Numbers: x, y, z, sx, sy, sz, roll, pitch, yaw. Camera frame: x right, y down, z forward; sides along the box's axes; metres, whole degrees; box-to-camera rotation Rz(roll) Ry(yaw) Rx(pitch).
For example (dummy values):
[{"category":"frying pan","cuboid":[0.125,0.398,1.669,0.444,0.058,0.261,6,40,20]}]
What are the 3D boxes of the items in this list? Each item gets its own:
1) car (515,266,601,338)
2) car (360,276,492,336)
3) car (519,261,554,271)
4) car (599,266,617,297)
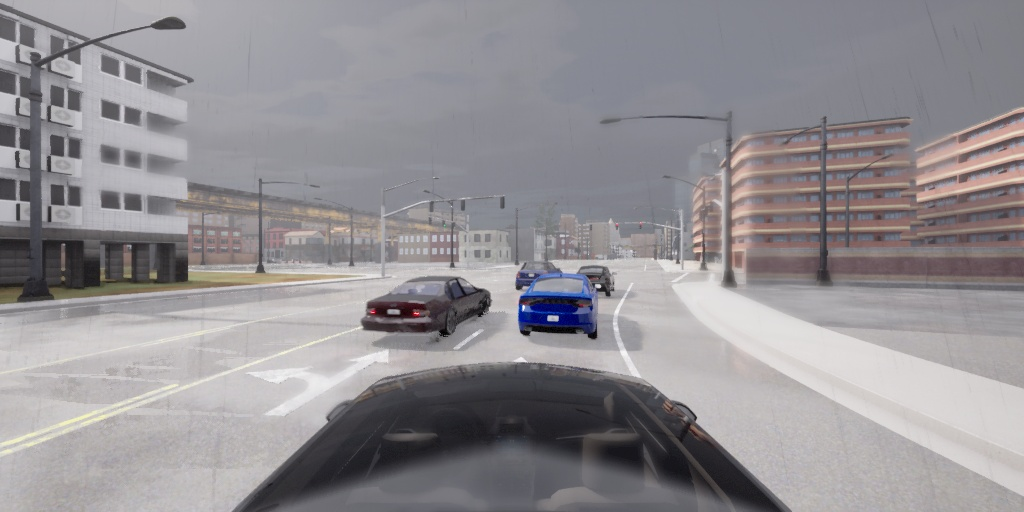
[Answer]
[{"category":"car","cuboid":[1.501,1.228,10.319,1.882,1.535,5.008,0,0,14]},{"category":"car","cuboid":[-2.109,1.297,10.478,2.033,1.411,5.357,0,0,12]},{"category":"car","cuboid":[1.822,1.102,22.131,2.097,1.767,4.553,0,0,20]},{"category":"car","cuboid":[4.447,1.255,19.236,1.837,1.490,4.892,0,0,19]}]
